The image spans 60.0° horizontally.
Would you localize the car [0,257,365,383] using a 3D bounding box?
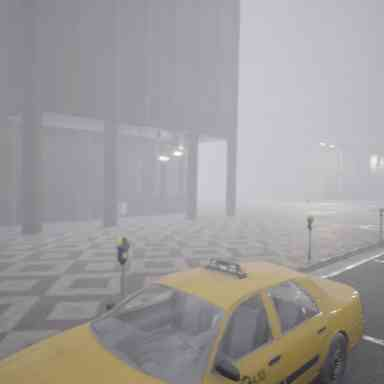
[{"bbox_3d":[0.145,1.406,3.306,4.829,1.417,1.752,-1,2,-44],"label":"car"}]
